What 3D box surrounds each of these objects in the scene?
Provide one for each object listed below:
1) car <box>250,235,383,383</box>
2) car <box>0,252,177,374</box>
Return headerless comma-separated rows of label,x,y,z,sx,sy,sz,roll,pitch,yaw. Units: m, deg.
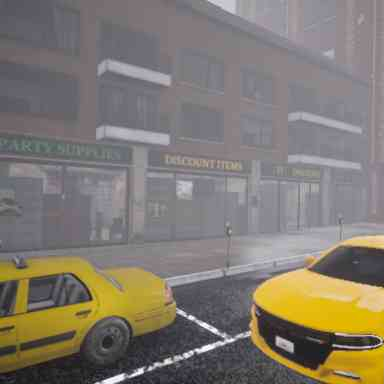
car,3.098,1.481,5.278,5.008,1.535,1.882,0,0,-35
car,-2.516,1.526,4.278,4.829,1.417,1.752,0,2,-35
